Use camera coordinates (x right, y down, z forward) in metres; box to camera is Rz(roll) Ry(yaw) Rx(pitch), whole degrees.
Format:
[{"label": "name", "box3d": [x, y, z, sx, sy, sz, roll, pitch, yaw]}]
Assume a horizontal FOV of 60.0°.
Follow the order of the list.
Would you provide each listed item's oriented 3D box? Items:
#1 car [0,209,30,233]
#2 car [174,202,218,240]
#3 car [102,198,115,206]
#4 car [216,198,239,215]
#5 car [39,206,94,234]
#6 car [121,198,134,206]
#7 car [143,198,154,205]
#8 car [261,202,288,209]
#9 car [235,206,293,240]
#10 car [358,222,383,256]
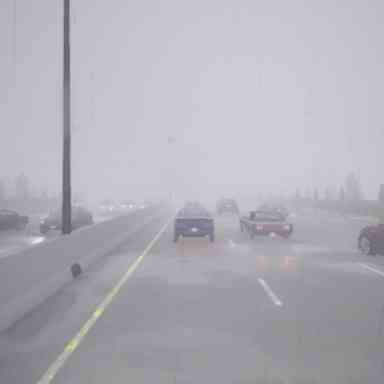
[{"label": "car", "box3d": [-10.600, 1.610, 17.595, 1.895, 1.301, 4.718, 0, 0, 0]}, {"label": "car", "box3d": [0.099, 1.487, 16.960, 1.882, 1.535, 5.008, 0, 0, 0]}, {"label": "car", "box3d": [-14.838, 1.734, 59.305, 1.895, 1.301, 4.718, 0, 0, -7]}, {"label": "car", "box3d": [3.600, 1.392, 34.671, 2.097, 1.767, 4.553, 0, 0, 0]}, {"label": "car", "box3d": [-7.099, 1.537, 19.328, 1.812, 1.442, 4.674, 0, 0, 0]}, {"label": "car", "box3d": [-11.347, 1.693, 59.063, 1.994, 1.385, 4.181, 0, 0, -6]}, {"label": "car", "box3d": [-7.936, 1.735, 60.504, 1.895, 1.301, 4.718, 0, 0, -7]}, {"label": "car", "box3d": [7.100, 1.577, 29.552, 2.033, 1.411, 5.357, 0, 0, 0]}, {"label": "car", "box3d": [3.600, 1.610, 17.074, 1.895, 1.301, 4.718, 0, 0, 0]}, {"label": "car", "box3d": [7.100, 1.354, 10.257, 2.097, 1.767, 4.553, 0, 0, 0]}]
